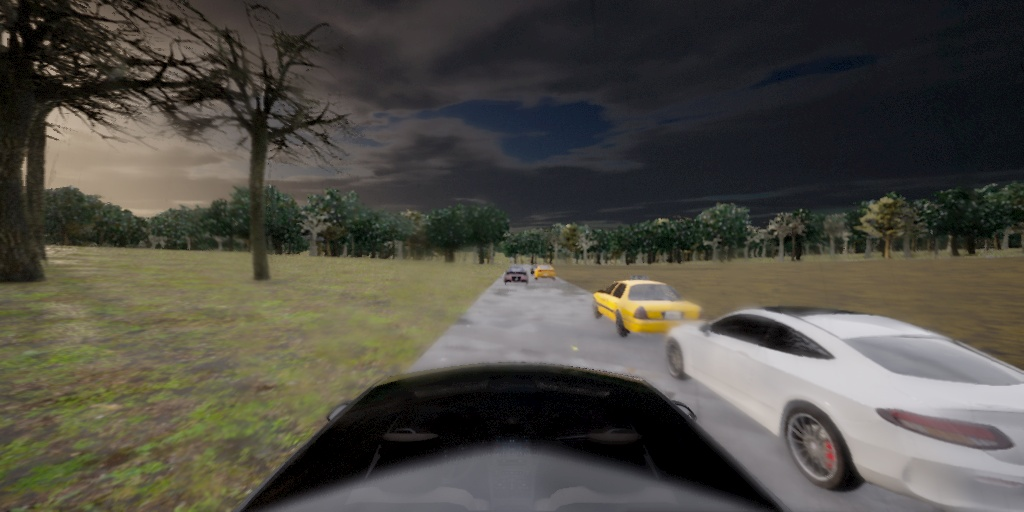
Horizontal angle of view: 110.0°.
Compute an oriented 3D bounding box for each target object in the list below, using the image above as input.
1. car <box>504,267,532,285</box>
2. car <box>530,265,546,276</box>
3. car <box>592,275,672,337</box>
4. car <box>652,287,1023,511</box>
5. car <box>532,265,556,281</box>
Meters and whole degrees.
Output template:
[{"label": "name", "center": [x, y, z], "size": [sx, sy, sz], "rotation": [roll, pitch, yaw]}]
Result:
[{"label": "car", "center": [0.360, 1.618, 29.727], "size": [1.994, 1.385, 4.181], "rotation": [1, -1, 1]}, {"label": "car", "center": [3.363, 1.844, 47.605], "size": [1.895, 1.301, 4.718], "rotation": [1, 0, 1]}, {"label": "car", "center": [3.671, 1.345, 10.673], "size": [1.801, 1.575, 5.366], "rotation": [1, -1, 1]}, {"label": "car", "center": [3.585, 1.344, 4.484], "size": [1.812, 1.442, 4.674], "rotation": [1, -1, 1]}, {"label": "car", "center": [3.253, 1.620, 36.032], "size": [1.882, 1.535, 5.008], "rotation": [1, -1, 1]}]
